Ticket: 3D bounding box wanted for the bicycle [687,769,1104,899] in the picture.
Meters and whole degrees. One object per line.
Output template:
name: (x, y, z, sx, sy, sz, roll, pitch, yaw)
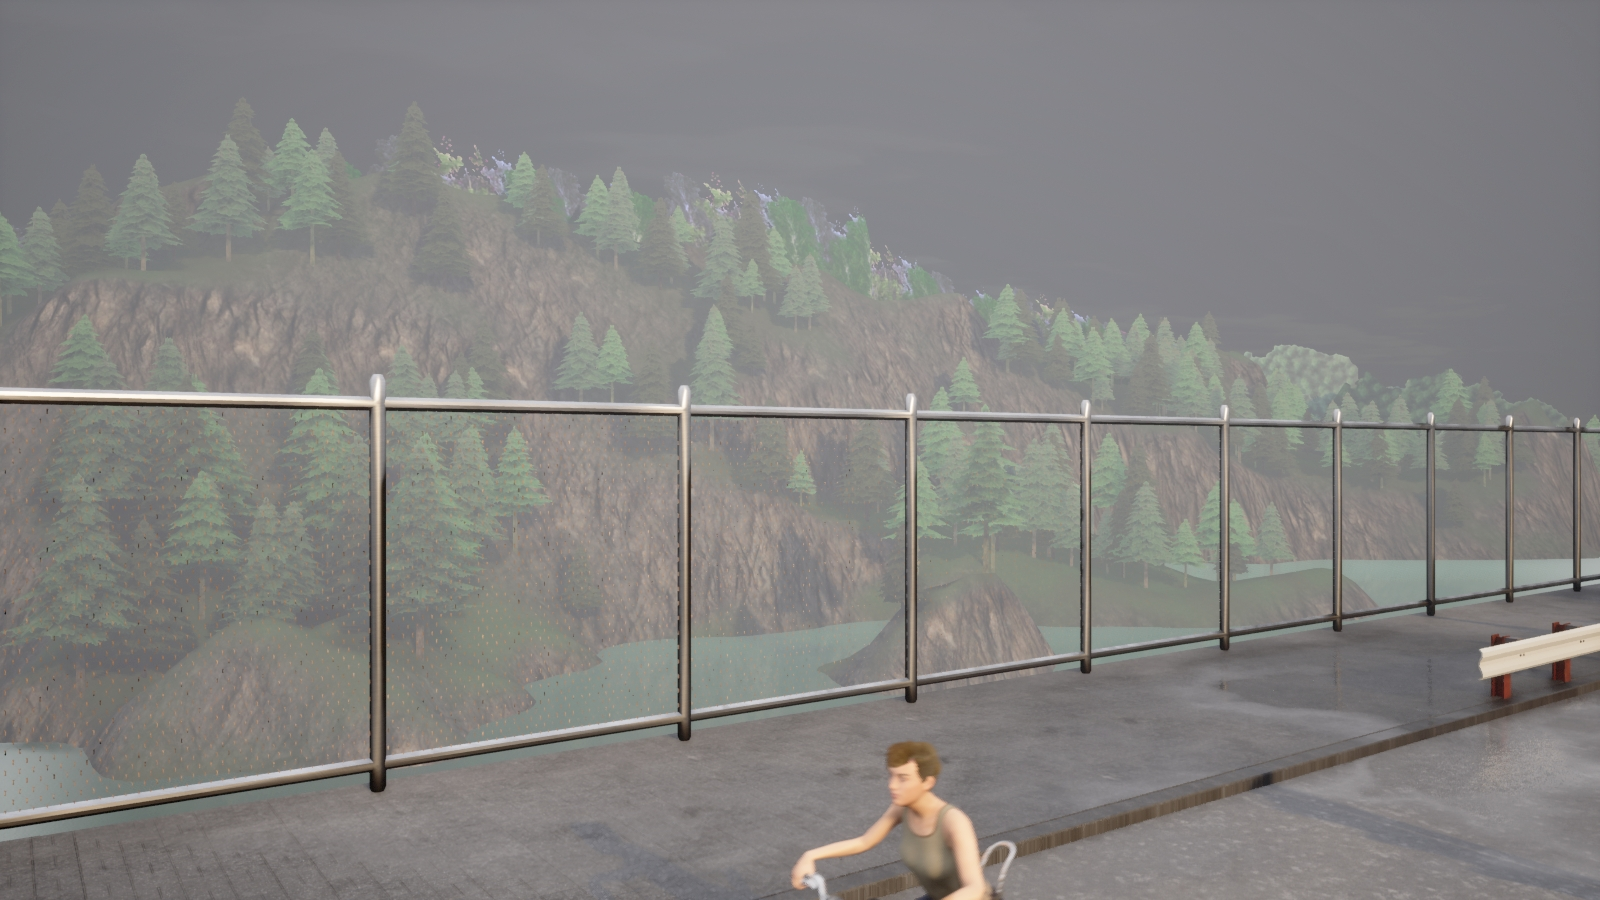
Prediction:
bicycle: (0.404, 2.155, 4.662, 1.487, 1.276, 0.859, 0, 0, -35)
